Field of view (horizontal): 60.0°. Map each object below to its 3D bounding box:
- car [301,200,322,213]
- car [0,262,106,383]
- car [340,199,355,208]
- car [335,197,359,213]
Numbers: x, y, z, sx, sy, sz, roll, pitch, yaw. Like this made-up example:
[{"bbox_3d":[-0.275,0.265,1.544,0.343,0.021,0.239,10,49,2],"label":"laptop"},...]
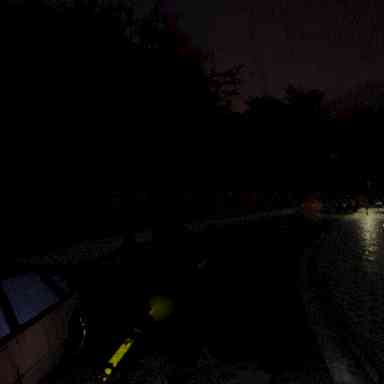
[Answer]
[{"bbox_3d":[14.589,1.678,40.556,1.882,1.535,5.008,0,0,29],"label":"car"},{"bbox_3d":[-2.539,1.523,3.202,2.033,1.411,5.357,0,0,6],"label":"car"},{"bbox_3d":[26.362,1.898,56.331,1.837,1.490,4.892,0,0,29],"label":"car"},{"bbox_3d":[18.243,1.554,39.374,2.097,1.767,4.553,-2,-1,29],"label":"car"}]
